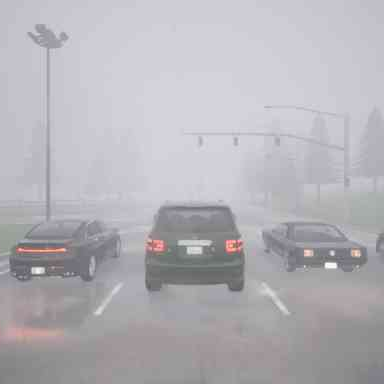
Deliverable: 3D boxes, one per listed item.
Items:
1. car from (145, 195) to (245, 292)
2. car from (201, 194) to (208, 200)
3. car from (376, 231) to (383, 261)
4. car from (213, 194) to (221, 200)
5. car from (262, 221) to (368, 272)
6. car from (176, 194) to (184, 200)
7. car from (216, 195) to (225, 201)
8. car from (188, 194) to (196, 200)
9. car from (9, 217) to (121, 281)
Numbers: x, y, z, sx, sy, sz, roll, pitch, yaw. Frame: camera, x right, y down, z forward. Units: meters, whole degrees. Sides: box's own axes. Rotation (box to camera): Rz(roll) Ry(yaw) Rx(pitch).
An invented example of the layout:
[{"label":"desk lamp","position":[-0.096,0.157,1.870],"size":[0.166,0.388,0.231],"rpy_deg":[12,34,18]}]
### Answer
[{"label":"car","position":[0.074,1.221,9.095],"size":[2.150,2.045,5.566],"rpy_deg":[0,0,0]},{"label":"car","position":[3.548,1.310,93.451],"size":[1.882,1.535,5.008],"rpy_deg":[0,0,0]},{"label":"car","position":[7.076,1.492,9.213],"size":[2.128,1.511,4.902],"rpy_deg":[0,0,0]},{"label":"car","position":[7.048,1.385,93.449],"size":[1.994,1.385,4.181],"rpy_deg":[0,0,0]},{"label":"car","position":[3.585,1.601,10.760],"size":[1.895,1.301,4.718],"rpy_deg":[0,0,0]},{"label":"car","position":[-3.452,1.372,93.454],"size":[2.033,1.411,5.357],"rpy_deg":[0,0,0]},{"label":"car","position":[7.043,1.544,83.412],"size":[1.994,1.385,4.181],"rpy_deg":[0,0,0]},{"label":"car","position":[0.048,1.357,93.453],"size":[2.128,1.511,4.902],"rpy_deg":[0,0,0]},{"label":"car","position":[-3.422,1.505,9.844],"size":[1.837,1.490,4.892],"rpy_deg":[0,0,0]}]
